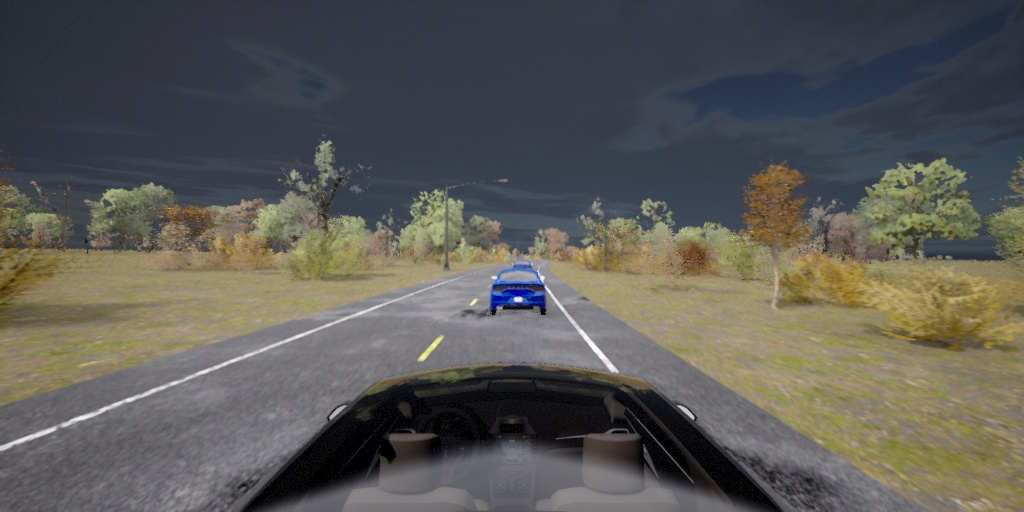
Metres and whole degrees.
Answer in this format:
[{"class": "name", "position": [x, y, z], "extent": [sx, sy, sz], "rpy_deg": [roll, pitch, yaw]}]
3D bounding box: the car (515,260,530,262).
[{"class": "car", "position": [0.970, 1.104, 33.803], "extent": [1.882, 1.535, 5.008], "rpy_deg": [0, 0, 3]}]

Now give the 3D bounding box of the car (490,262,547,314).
[{"class": "car", "position": [0.241, 1.180, 13.538], "extent": [1.882, 1.535, 5.008], "rpy_deg": [0, 0, 1]}]
